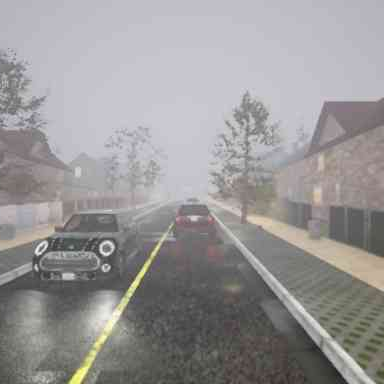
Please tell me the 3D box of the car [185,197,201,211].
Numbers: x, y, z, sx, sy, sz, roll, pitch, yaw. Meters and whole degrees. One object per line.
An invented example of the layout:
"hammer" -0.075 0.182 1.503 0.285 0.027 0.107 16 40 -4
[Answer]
"car" 0.101 1.439 42.028 1.882 1.535 5.008 0 0 0

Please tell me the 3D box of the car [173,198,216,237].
"car" 0.101 1.328 17.998 2.097 1.767 4.553 0 0 0

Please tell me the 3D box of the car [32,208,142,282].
"car" -2.821 1.337 9.873 2.097 1.767 4.553 0 0 0
